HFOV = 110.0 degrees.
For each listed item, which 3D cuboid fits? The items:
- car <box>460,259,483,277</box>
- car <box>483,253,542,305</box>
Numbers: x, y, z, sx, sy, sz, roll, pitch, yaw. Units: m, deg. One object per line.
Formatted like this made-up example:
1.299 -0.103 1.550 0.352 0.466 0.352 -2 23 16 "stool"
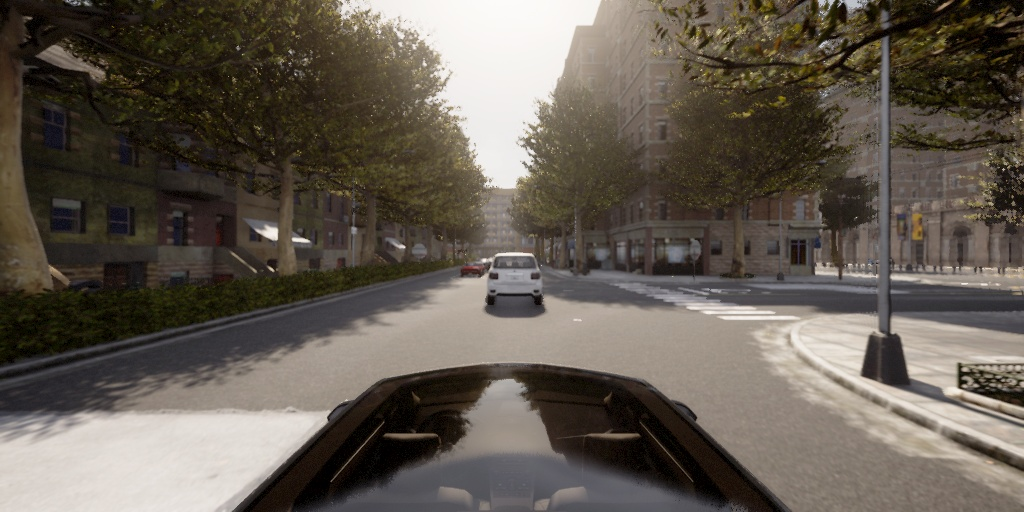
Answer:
-3.567 1.211 32.768 1.895 1.301 4.718 0 0 0 "car"
0.100 0.906 15.931 2.150 2.045 5.566 0 0 0 "car"
